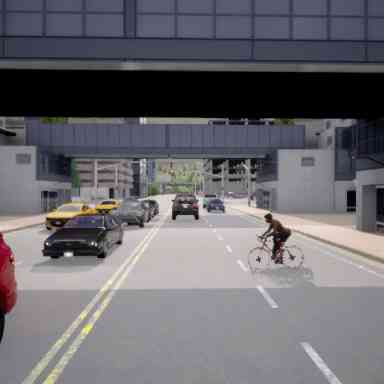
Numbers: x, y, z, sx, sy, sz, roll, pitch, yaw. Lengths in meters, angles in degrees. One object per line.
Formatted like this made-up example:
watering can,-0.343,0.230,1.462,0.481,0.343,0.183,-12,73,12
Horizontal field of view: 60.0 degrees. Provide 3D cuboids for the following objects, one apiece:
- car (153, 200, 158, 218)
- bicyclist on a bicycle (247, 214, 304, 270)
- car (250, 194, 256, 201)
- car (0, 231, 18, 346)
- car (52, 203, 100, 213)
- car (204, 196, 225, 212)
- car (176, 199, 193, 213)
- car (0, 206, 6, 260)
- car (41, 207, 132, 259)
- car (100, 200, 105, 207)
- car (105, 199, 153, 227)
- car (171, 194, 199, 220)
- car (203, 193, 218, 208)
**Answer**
car,-4.145,1.525,27.455,1.812,1.442,4.674,0,0,-1
bicyclist on a bicycle,2.397,1.451,9.612,1.656,1.620,0.582,-2,0,-1
car,14.742,1.153,77.916,1.932,1.855,4.605,0,0,-2
car,-3.624,1.221,2.706,2.150,2.045,5.566,0,0,-2
car,-7.581,1.477,21.150,1.882,1.535,5.008,0,0,-1
car,2.668,1.525,37.992,1.812,1.442,4.674,0,0,-1
car,-0.828,1.525,37.908,1.812,1.442,4.674,0,0,-1
car,-7.288,1.351,8.971,2.097,1.767,4.553,0,0,-1
car,-3.887,1.547,12.943,2.033,1.411,5.357,0,0,-2
car,-7.810,1.477,31.707,1.882,1.535,5.008,0,0,-1
car,-4.111,1.352,22.416,2.097,1.767,4.553,0,0,-1
car,-0.564,1.221,28.211,2.150,2.045,5.566,0,0,-1
car,2.821,1.221,47.498,2.150,2.045,5.566,0,0,8
